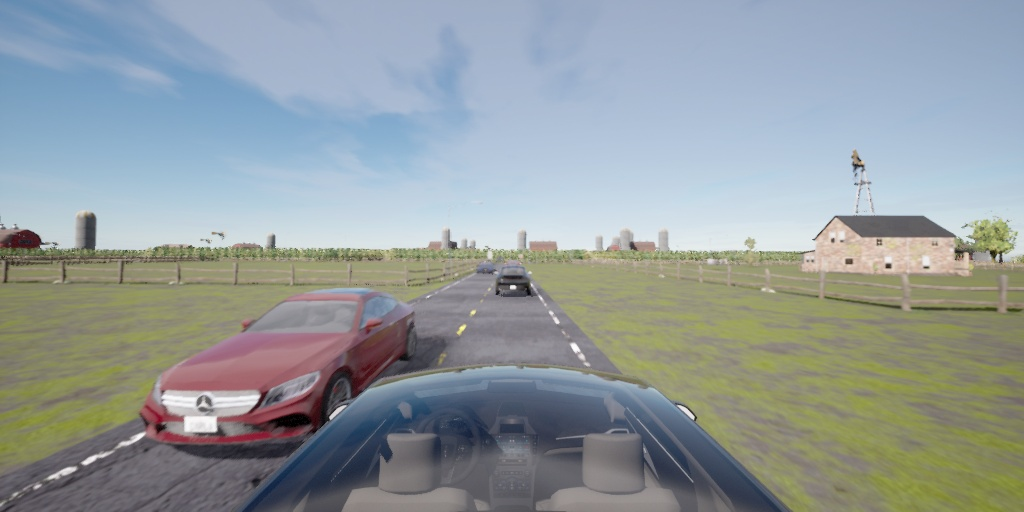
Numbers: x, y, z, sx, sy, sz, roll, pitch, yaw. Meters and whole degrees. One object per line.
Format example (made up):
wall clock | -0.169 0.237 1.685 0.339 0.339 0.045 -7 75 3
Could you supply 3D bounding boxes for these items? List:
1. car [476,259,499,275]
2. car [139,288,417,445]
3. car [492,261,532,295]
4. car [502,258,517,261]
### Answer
car | -2.830 1.319 39.809 1.994 1.385 4.181 0 0 0
car | -2.835 1.278 5.618 1.812 1.442 4.674 0 0 0
car | 0.069 1.262 19.918 1.837 1.490 4.892 0 1 0
car | 0.105 1.232 42.678 1.882 1.535 5.008 0 0 0
